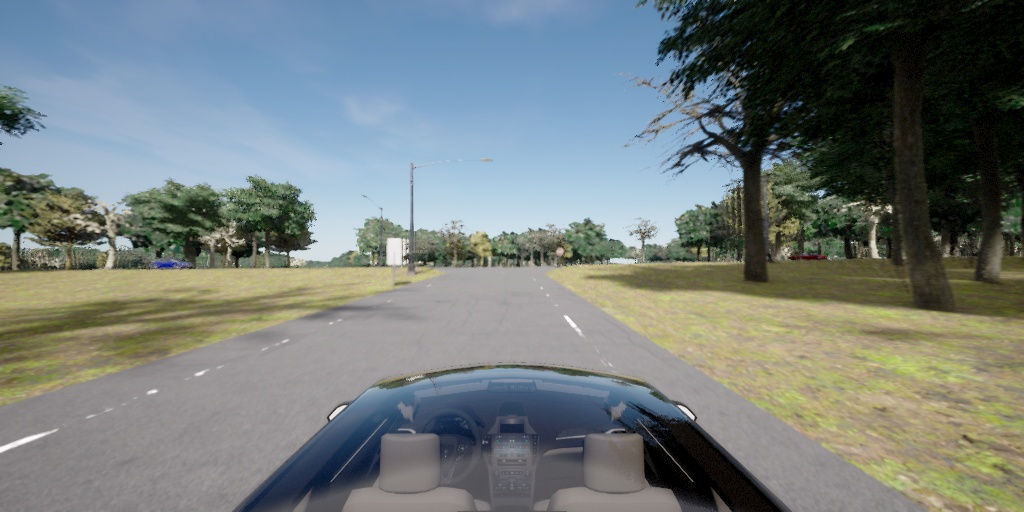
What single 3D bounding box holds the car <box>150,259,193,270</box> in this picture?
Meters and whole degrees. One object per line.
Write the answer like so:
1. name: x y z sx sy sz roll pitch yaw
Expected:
1. car: -44.676 1.109 47.092 4.674 1.442 1.812 0 -3 1
